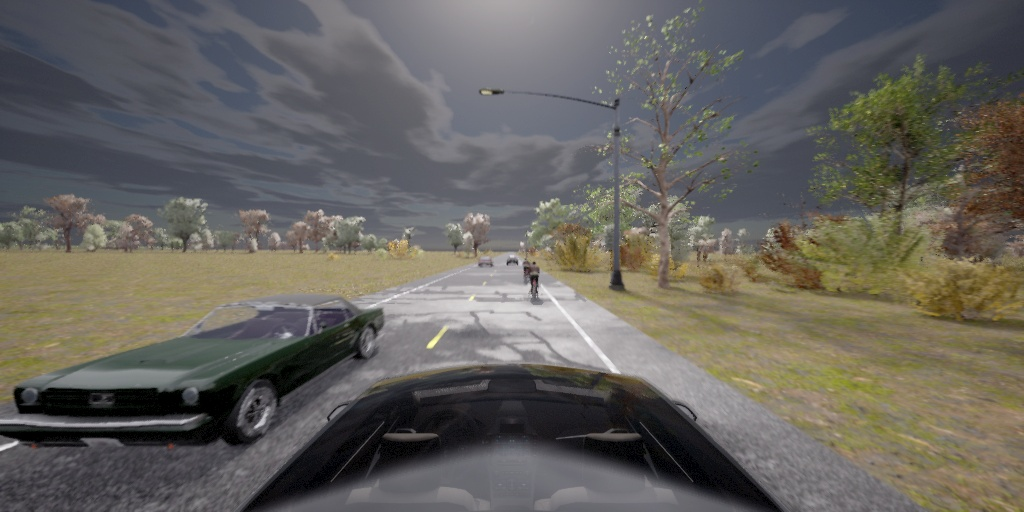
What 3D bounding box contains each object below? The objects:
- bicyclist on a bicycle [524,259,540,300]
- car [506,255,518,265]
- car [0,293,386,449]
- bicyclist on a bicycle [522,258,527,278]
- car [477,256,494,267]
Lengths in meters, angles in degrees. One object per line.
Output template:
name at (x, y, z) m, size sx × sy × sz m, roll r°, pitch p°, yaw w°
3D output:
bicyclist on a bicycle at (0.962, 1.045, 15.374) m, size 0.582 × 1.620 × 1.656 m, roll 0°, pitch 0°, yaw 0°
car at (0.077, 0.707, 57.764) m, size 1.895 × 1.301 × 4.718 m, roll 0°, pitch 1°, yaw 0°
car at (-3.598, 1.309, 5.352) m, size 1.895 × 1.301 × 4.718 m, roll 0°, pitch 1°, yaw 0°
bicyclist on a bicycle at (0.962, 0.940, 24.459) m, size 0.582 × 1.620 × 1.656 m, roll 0°, pitch 0°, yaw 0°
car at (-3.555, 0.736, 48.697) m, size 1.812 × 1.442 × 4.674 m, roll 0°, pitch 1°, yaw 1°
